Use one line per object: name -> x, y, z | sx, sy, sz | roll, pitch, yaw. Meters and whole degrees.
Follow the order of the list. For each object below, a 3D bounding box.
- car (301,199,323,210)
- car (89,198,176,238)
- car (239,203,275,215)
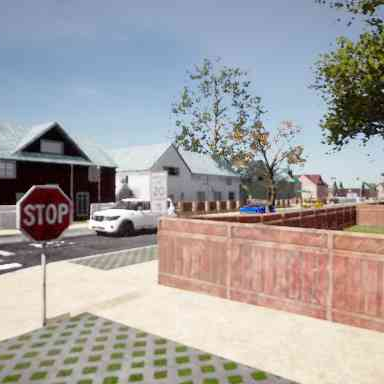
car -> 16.417, 1.748, 45.366 | 1.882, 1.535, 5.008 | 0, 0, 37
car -> -3.226, 1.380, 19.434 | 2.150, 2.045, 5.566 | 0, 0, 37
car -> 6.303, 1.788, 32.071 | 1.882, 1.535, 5.008 | 0, 0, 37
